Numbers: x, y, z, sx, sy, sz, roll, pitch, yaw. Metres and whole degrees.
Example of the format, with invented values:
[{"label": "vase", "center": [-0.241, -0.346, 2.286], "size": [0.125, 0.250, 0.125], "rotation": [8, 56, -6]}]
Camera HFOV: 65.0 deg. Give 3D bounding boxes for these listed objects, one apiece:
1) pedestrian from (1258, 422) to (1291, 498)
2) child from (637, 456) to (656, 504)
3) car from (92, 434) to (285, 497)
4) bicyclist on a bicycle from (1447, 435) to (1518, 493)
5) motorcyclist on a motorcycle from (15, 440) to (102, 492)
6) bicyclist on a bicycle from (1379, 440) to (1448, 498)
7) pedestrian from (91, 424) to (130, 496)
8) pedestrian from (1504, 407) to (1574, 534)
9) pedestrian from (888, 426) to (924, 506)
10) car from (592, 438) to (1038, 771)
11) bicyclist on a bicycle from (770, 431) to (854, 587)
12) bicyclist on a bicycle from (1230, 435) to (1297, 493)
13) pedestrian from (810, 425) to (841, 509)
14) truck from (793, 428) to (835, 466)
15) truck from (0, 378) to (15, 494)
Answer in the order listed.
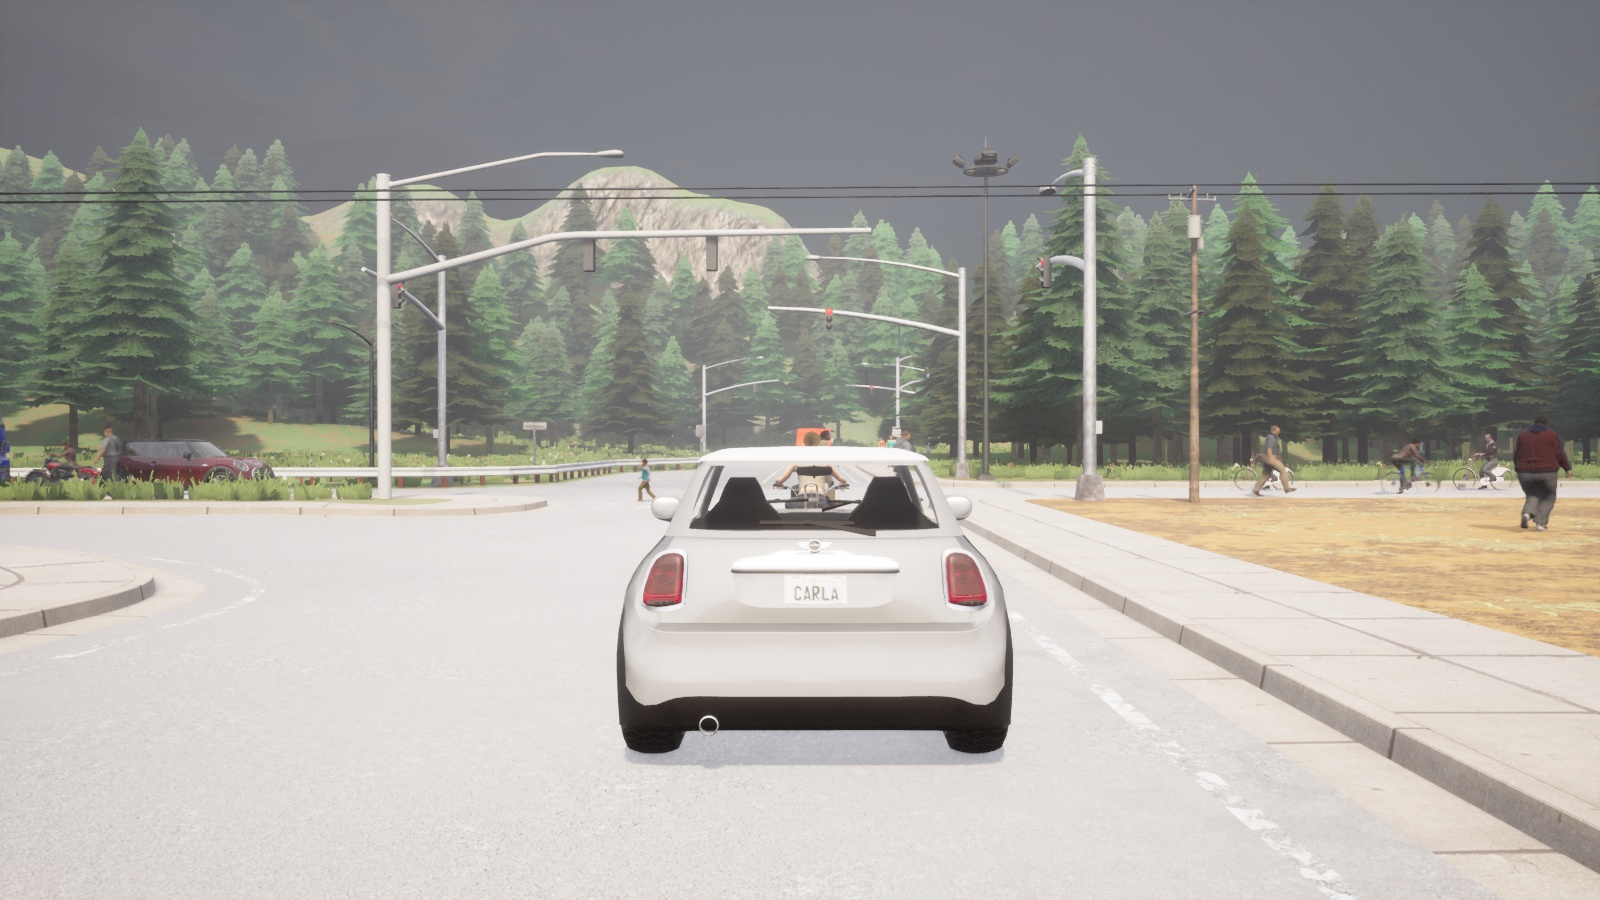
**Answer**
[{"label": "pedestrian", "center": [11.701, 0.249, 30.993], "size": [0.694, 1.848, 0.540], "rotation": [0, 0, 12]}, {"label": "child", "center": [-3.879, 0.752, 31.688], "size": [0.448, 1.192, 0.343], "rotation": [0, 0, -2]}, {"label": "car", "center": [-17.662, 0.430, 36.426], "size": [4.553, 1.767, 2.097], "rotation": [0, 0, 1]}, {"label": "bicyclist on a bicycle", "center": [21.146, 0.425, 38.926], "size": [1.843, 1.776, 0.659], "rotation": [0, 0, 1]}, {"label": "motorcyclist on a motorcycle", "center": [-23.649, 0.502, 40.079], "size": [2.350, 1.649, 0.766], "rotation": [0, 0, 2]}, {"label": "bicyclist on a bicycle", "center": [17.347, 0.526, 35.529], "size": [1.656, 1.620, 0.582], "rotation": [0, 0, 2]}, {"label": "pedestrian", "center": [-17.763, 0.250, 32.359], "size": [0.694, 1.848, 0.540], "rotation": [0, 0, 5]}, {"label": "pedestrian", "center": [10.986, 0.294, 18.661], "size": [0.899, 1.844, 0.634], "rotation": [0, 0, -41]}, {"label": "pedestrian", "center": [2.459, 0.365, 29.110], "size": [0.694, 1.848, 0.540], "rotation": [0, 0, -16]}, {"label": "car", "center": [0.070, 0.672, 7.459], "size": [1.970, 1.475, 3.806], "rotation": [0, 0, 0]}, {"label": "bicyclist on a bicycle", "center": [0.123, 0.607, 13.751], "size": [0.866, 1.612, 1.509], "rotation": [0, 0, 0]}, {"label": "bicyclist on a bicycle", "center": [14.425, 0.424, 39.100], "size": [1.843, 1.776, 0.659], "rotation": [0, 0, 1]}, {"label": "pedestrian", "center": [0.590, 0.387, 28.915], "size": [0.692, 1.930, 0.396], "rotation": [0, 0, -2]}, {"label": "truck", "center": [0.965, -0.210, 83.654], "size": [2.627, 2.467, 5.204], "rotation": [0, 0, 2]}, {"label": "truck", "center": [-27.785, -0.411, 36.683], "size": [7.936, 3.462, 2.891], "rotation": [0, 0, 1]}]
